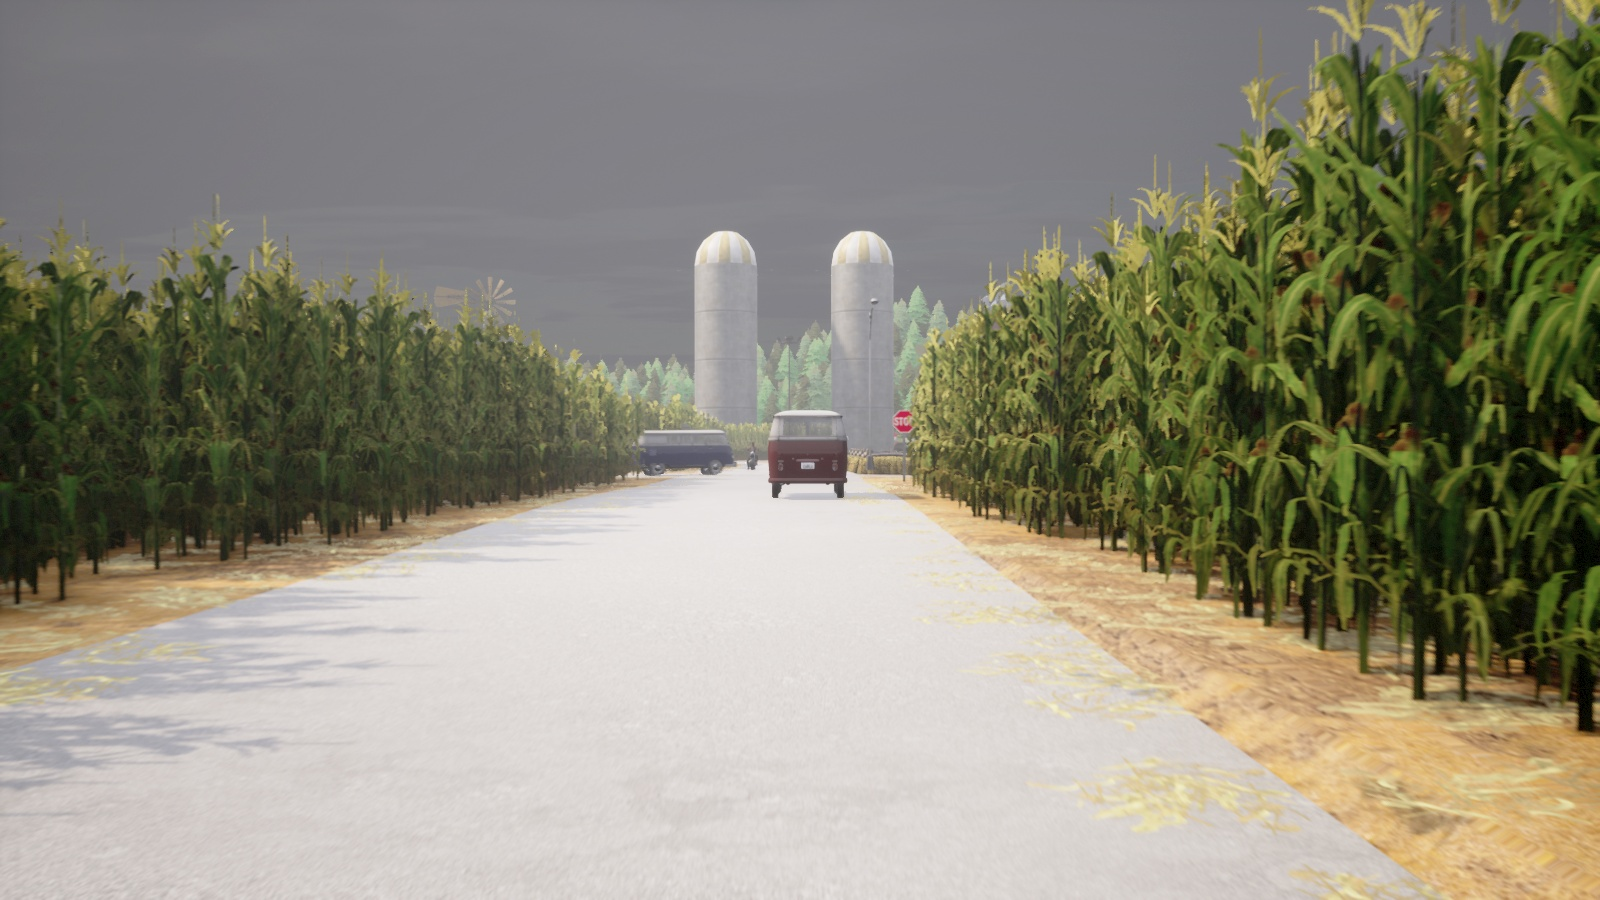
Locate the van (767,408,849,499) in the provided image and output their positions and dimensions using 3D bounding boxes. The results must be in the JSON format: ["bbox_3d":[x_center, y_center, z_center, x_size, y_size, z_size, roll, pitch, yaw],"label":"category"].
[{"bbox_3d":[0.184,0.083,29.644,1.775,1.987,4.442,0,0,0],"label":"van"}]

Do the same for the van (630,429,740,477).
[{"bbox_3d":[-5.020,0.105,54.662,4.442,1.987,1.775,0,0,-19],"label":"van"}]
